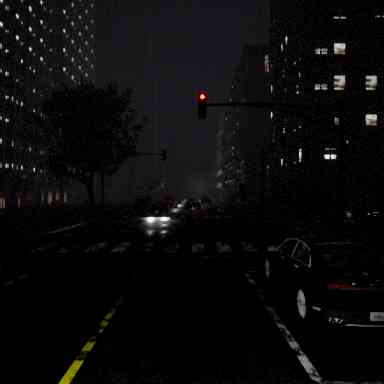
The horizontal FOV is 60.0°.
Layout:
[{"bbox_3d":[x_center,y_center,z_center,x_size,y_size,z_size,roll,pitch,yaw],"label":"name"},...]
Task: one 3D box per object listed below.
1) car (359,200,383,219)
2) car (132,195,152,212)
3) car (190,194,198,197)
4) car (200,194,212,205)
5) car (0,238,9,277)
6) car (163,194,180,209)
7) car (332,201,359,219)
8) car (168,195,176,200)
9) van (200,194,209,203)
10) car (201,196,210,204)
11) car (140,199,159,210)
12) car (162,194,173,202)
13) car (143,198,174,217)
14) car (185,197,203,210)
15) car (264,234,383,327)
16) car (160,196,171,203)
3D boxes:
[{"bbox_3d":[15.039,1.278,23.796,4.892,1.490,1.837,-2,0,-1],"label":"car"},{"bbox_3d":[-5.706,1.334,39.335,2.192,1.841,5.009,0,0,0],"label":"car"},{"bbox_3d":[-0.023,1.652,71.858,1.895,1.301,4.718,0,0,0],"label":"car"},{"bbox_3d":[2.668,1.607,61.429,1.947,1.339,4.313,0,0,0],"label":"car"},{"bbox_3d":[-5.694,1.545,6.947,1.887,1.381,4.507,0,0,0],"label":"car"},{"bbox_3d":[-3.112,1.377,46.688,2.097,1.767,4.553,0,0,0],"label":"car"},{"bbox_3d":[13.416,1.348,26.359,4.403,1.369,2.008,-1,1,-1],"label":"car"},{"bbox_3d":[-5.724,1.648,94.564,2.008,1.369,4.403,0,0,0],"label":"car"},{"bbox_3d":[2.664,1.397,72.475,1.690,1.788,3.998,0,0,0],"label":"van"},{"bbox_3d":[2.666,1.574,67.122,1.752,1.417,4.829,0,0,0],"label":"car"},{"bbox_3d":[-5.707,1.590,44.858,1.947,1.339,4.313,0,0,0],"label":"car"},{"bbox_3d":[-5.719,1.381,77.995,2.192,1.841,5.009,0,0,0],"label":"car"},{"bbox_3d":[-3.111,1.575,31.460,1.994,1.385,4.181,0,0,0],"label":"car"},{"bbox_3d":[0.087,1.623,43.175,1.895,1.301,4.718,0,0,0],"label":"car"},{"bbox_3d":[2.686,1.551,6.949,2.008,1.369,4.403,0,0,0],"label":"car"},{"bbox_3d":[-5.716,1.622,72.473,1.947,1.339,4.313,0,0,0],"label":"car"}]
